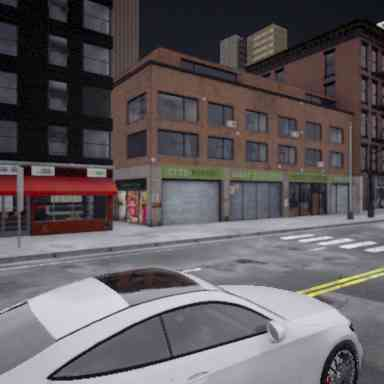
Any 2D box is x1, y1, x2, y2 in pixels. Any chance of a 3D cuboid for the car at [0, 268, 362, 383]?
[{"bbox_3d":[-0.236,1.525,3.269,4.674,1.442,1.812,0,0,-35],"label":"car"}]
